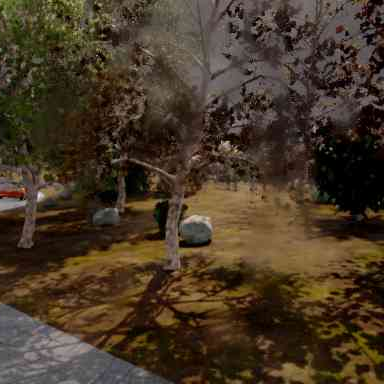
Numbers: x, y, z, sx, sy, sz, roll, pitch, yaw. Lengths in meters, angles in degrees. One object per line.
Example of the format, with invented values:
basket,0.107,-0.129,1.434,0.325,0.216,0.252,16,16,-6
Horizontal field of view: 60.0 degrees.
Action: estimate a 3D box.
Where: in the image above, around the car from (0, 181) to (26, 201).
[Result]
car,-16.975,-0.279,32.387,2.097,1.767,4.553,4,4,-13
